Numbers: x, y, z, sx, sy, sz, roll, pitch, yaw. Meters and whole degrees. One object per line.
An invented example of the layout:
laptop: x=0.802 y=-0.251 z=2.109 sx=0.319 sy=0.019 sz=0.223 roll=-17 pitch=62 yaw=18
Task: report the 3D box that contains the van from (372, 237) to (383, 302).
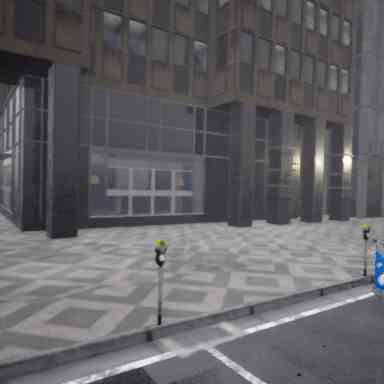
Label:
van: x=5.224 y=1.354 z=6.565 sx=3.998 sy=1.788 sz=1.690 roll=1 pitch=1 yaw=-34
